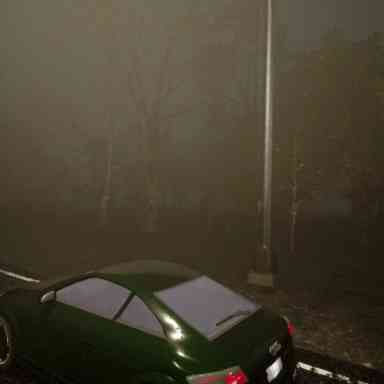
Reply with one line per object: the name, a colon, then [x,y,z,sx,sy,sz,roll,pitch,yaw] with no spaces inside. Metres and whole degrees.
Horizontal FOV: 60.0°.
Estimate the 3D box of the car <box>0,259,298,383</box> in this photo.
car: [-0.849,1.603,4.299,4.181,1.385,1.994,1,0,35]
